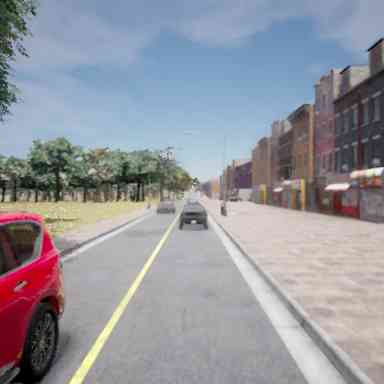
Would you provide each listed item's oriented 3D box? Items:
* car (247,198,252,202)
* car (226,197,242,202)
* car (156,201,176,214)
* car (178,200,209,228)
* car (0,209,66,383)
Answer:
[{"bbox_3d":[15.976,1.766,83.755,4.206,1.307,1.802,-1,1,0],"label":"car"},{"bbox_3d":[10.445,1.854,83.758,4.403,1.369,2.008,-1,1,0],"label":"car"},{"bbox_3d":[-2.836,1.711,37.054,1.994,1.385,4.181,0,0,0],"label":"car"},{"bbox_3d":[0.105,1.567,22.584,1.837,1.490,4.892,0,0,0],"label":"car"},{"bbox_3d":[-2.842,1.226,2.509,2.150,2.045,5.566,0,0,0],"label":"car"}]
